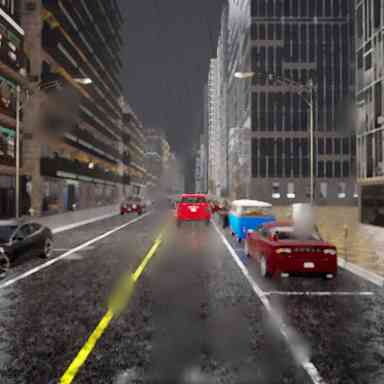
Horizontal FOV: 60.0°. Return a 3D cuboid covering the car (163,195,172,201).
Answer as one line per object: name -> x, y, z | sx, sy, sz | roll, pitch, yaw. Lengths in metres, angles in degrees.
car -> -5.664, 1.388, 78.152 | 1.752, 1.417, 4.829 | 1, 0, 0

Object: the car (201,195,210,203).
car -> 2.681, 1.407, 66.970 | 1.752, 1.417, 4.829 | 1, 0, 0

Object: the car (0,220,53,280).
car -> -5.674, 1.549, 9.949 | 1.947, 1.339, 4.313 | 1, 0, 0

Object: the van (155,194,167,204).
van -> -5.662, 1.233, 61.229 | 1.690, 1.788, 3.998 | 1, 0, 0

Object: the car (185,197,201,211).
car -> 0.104, 1.433, 41.393 | 1.837, 1.490, 4.892 | 0, 0, 0

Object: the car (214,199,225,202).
car -> 2.679, 1.383, 32.614 | 1.967, 1.590, 4.097 | 1, 0, 0

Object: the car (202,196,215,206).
car -> 2.679, 1.453, 55.405 | 2.008, 1.369, 4.403 | 1, 0, 0

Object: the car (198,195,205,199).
car -> 2.683, 1.419, 95.289 | 1.802, 1.307, 4.206 | 1, 0, 0

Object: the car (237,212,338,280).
car -> 2.674, 1.528, 9.823 | 1.887, 1.381, 4.507 | 1, 0, 0

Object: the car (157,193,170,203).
car -> -5.661, 1.197, 66.926 | 2.192, 1.841, 5.009 | 1, 0, 0

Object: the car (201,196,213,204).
car -> 2.680, 1.437, 61.103 | 1.887, 1.381, 4.507 | 1, 0, 0

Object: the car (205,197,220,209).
car -> 2.679, 1.448, 44.179 | 1.752, 1.417, 4.829 | 1, 0, 0

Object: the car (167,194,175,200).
car -> -5.663, 1.390, 89.717 | 1.887, 1.381, 4.507 | 1, 0, 0

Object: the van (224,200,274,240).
van -> 2.679, 1.314, 15.520 | 1.690, 1.788, 3.998 | 1, 0, 0

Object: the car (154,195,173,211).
car -> -3.088, 1.435, 39.517 | 1.837, 1.490, 4.892 | 0, 0, 0

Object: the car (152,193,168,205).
car -> -5.665, 1.342, 55.531 | 1.967, 1.590, 4.097 | 1, 0, 0

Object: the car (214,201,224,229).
car -> 2.675, 1.529, 21.218 | 1.947, 1.339, 4.313 | 1, 0, 0

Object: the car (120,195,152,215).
car -> -5.665, 1.258, 32.740 | 2.192, 1.841, 5.009 | 1, 0, 0

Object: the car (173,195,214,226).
car -> 0.102, 1.182, 22.950 | 2.150, 2.045, 5.566 | 0, 0, 0
